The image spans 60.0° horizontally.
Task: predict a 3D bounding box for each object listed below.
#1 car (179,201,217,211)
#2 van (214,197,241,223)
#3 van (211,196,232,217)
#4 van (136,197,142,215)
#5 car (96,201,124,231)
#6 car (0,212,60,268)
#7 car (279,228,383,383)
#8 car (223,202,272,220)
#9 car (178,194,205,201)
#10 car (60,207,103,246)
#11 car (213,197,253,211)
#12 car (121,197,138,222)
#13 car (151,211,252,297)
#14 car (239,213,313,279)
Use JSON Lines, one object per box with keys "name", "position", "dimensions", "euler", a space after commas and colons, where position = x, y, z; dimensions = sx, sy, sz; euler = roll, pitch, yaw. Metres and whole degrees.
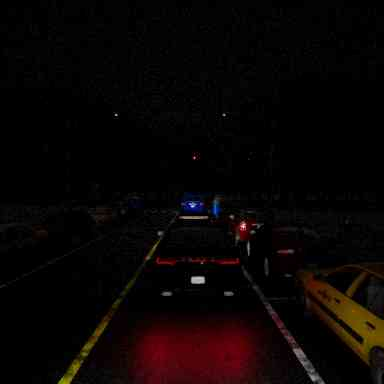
{"name": "car", "position": [0.087, 1.493, 19.071], "dimensions": [2.128, 1.511, 4.902], "euler": [0, 0, 0]}
{"name": "van", "position": [2.747, 1.344, 26.162], "dimensions": [1.690, 1.788, 3.998], "euler": [0, 0, 0]}
{"name": "van", "position": [2.745, 1.346, 31.600], "dimensions": [1.690, 1.788, 3.998], "euler": [0, 0, 0]}
{"name": "van", "position": [-5.781, 1.346, 31.596], "dimensions": [1.690, 1.788, 3.998], "euler": [0, 0, 0]}
{"name": "car", "position": [-5.775, 1.527, 20.551], "dimensions": [1.752, 1.417, 4.829], "euler": [0, 0, 0]}
{"name": "car", "position": [-5.770, 1.526, 9.676], "dimensions": [1.752, 1.417, 4.829], "euler": [0, 0, 0]}
{"name": "car", "position": [2.758, 1.525, 4.582], "dimensions": [1.752, 1.417, 4.829], "euler": [0, 0, 0]}
{"name": "car", "position": [2.752, 1.441, 15.287], "dimensions": [1.967, 1.590, 4.097], "euler": [0, 0, 0]}
{"name": "car", "position": [0.009, 1.226, 29.438], "dimensions": [2.150, 2.045, 5.566], "euler": [0, 0, -2]}
{"name": "car", "position": [-5.773, 1.567, 15.283], "dimensions": [1.947, 1.339, 4.313], "euler": [0, 0, 0]}
{"name": "car", "position": [2.750, 1.317, 20.725], "dimensions": [2.192, 1.841, 5.009], "euler": [0, 0, 0]}
{"name": "car", "position": [-5.778, 1.443, 26.158], "dimensions": [1.967, 1.590, 4.097], "euler": [0, 0, 0]}
{"name": "car", "position": [0.090, 1.478, 8.627], "dimensions": [1.882, 1.535, 5.008], "euler": [0, 0, 0]}
{"name": "car", "position": [2.755, 1.545, 9.850], "dimensions": [1.887, 1.381, 4.507], "euler": [0, 0, 0]}
